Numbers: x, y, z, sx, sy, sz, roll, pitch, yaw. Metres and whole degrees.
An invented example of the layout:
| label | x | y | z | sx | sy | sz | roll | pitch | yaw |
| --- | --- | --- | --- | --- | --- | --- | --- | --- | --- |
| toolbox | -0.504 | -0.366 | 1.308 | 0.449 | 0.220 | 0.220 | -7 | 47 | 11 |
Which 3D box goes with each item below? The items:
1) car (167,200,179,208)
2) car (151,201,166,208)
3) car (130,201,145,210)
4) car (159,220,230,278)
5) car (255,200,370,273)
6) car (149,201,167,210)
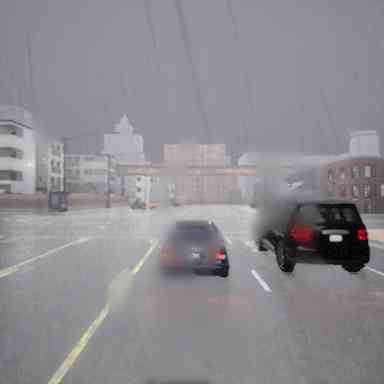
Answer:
| label | x | y | z | sx | sy | sz | roll | pitch | yaw |
| --- | --- | --- | --- | --- | --- | --- | --- | --- | --- |
| car | -4.353 | 2.494 | 71.707 | 2.097 | 1.767 | 4.553 | 0 | -1 | 15 |
| car | -7.379 | 2.704 | 73.778 | 1.812 | 1.442 | 4.674 | 0 | -1 | 15 |
| car | -9.400 | 2.394 | 58.162 | 1.812 | 1.442 | 4.674 | 0 | -1 | 4 |
| car | 0.073 | 1.581 | 10.252 | 2.033 | 1.411 | 5.357 | 0 | 0 | 0 |
| car | 3.574 | 1.259 | 10.915 | 2.150 | 2.045 | 5.566 | 0 | 0 | 0 |
| car | -6.002 | 2.312 | 56.487 | 1.882 | 1.535 | 5.008 | 0 | -1 | 4 |
